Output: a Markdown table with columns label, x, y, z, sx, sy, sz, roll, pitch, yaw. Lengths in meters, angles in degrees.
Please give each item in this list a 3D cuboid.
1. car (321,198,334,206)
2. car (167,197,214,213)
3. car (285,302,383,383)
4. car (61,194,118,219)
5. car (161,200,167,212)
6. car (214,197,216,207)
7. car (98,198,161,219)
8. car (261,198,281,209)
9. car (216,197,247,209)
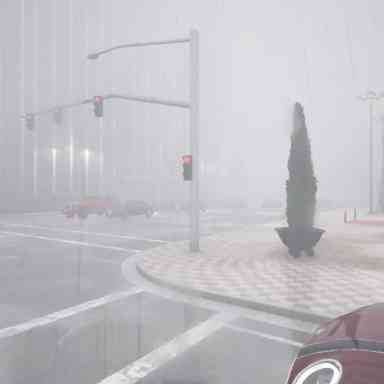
| label | x | y | z | sx | sy | sz | roll | pitch | yaw |
| --- | --- | --- | --- | --- | --- | --- | --- | --- | --- |
| car | 22.646 | 1.601 | 56.400 | 1.895 | 1.301 | 4.718 | 0 | 0 | 34 |
| car | -0.067 | 1.492 | 36.381 | 2.128 | 1.511 | 4.902 | 0 | 0 | 35 |
| car | 2.862 | 1.352 | 1.929 | 4.553 | 1.767 | 2.097 | 0 | 0 | 36 |
| car | -8.872 | 1.221 | 29.858 | 2.150 | 2.045 | 5.566 | 0 | 0 | 35 |
| car | -3.169 | 1.564 | 38.046 | 1.994 | 1.385 | 4.181 | 0 | 0 | 35 |
| car | 2.660 | 1.478 | 46.399 | 1.882 | 1.535 | 5.008 | 0 | 0 | 35 |
| car | -5.277 | 1.492 | 28.909 | 2.128 | 1.511 | 4.902 | 0 | 0 | 35 |
| car | 11.234 | 1.564 | 46.140 | 1.994 | 1.385 | 4.181 | 0 | 0 | 35 |
| car | 5.743 | 1.492 | 44.700 | 2.128 | 1.511 | 4.902 | 0 | 0 | 35 |
